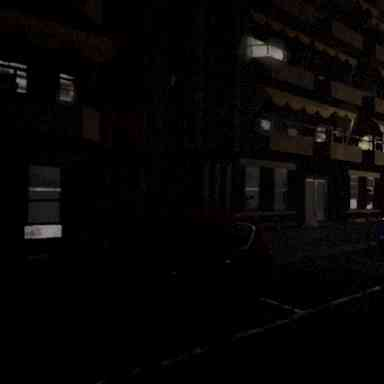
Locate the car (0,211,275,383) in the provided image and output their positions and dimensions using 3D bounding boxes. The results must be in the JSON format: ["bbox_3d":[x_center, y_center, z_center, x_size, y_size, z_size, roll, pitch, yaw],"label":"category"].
[{"bbox_3d":[-0.765,1.311,5.518,5.009,1.841,2.192,0,2,-36],"label":"car"}]

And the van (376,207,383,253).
[{"bbox_3d":[8.233,1.304,11.948,3.998,1.788,1.690,0,2,-36],"label":"van"}]
